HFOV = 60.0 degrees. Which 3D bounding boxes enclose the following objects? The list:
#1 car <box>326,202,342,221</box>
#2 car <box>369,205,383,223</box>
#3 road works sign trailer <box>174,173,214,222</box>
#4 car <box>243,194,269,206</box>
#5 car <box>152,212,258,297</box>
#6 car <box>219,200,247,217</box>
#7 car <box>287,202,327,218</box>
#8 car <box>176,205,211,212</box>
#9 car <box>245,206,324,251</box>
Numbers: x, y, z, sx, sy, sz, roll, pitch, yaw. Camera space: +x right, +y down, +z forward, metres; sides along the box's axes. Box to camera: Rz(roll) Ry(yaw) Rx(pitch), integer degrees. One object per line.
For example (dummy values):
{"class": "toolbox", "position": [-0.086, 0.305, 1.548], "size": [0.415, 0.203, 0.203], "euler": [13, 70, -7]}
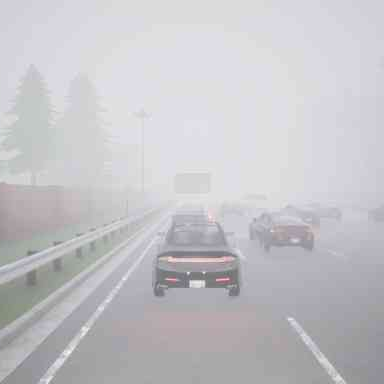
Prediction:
{"class": "car", "position": [10.603, 1.526, 27.249], "size": [1.812, 1.442, 4.674], "euler": [0, 0, 0]}
{"class": "car", "position": [14.101, 1.351, 22.688], "size": [2.097, 1.767, 4.553], "euler": [0, 0, -1]}
{"class": "road works sign trailer", "position": [0.065, 0.464, 22.956], "size": [2.380, 3.560, 2.880], "euler": [0, 0, -1]}
{"class": "car", "position": [7.102, 1.222, 37.427], "size": [2.150, 2.045, 5.566], "euler": [0, 0, 0]}
{"class": "car", "position": [0.101, 1.491, 8.589], "size": [2.128, 1.511, 4.902], "euler": [0, 0, 0]}
{"class": "car", "position": [3.602, 1.601, 31.280], "size": [1.895, 1.301, 4.718], "euler": [0, 0, 0]}
{"class": "car", "position": [7.095, 1.525, 22.378], "size": [1.812, 1.442, 4.674], "euler": [0, 0, 0]}
{"class": "car", "position": [0.020, 1.474, 19.037], "size": [1.882, 1.535, 5.008], "euler": [0, 0, 5]}
{"class": "car", "position": [3.601, 1.526, 13.895], "size": [1.812, 1.442, 4.674], "euler": [0, 0, 0]}
